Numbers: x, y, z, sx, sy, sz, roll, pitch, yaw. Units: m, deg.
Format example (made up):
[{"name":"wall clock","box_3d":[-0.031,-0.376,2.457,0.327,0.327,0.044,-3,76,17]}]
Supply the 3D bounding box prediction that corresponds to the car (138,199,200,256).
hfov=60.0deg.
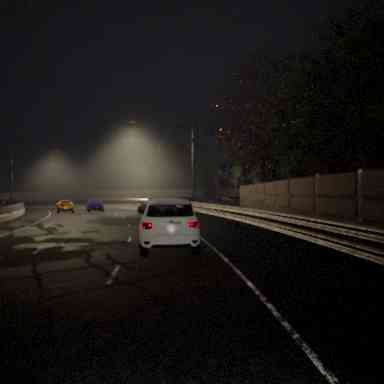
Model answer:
[{"name":"car","box_3d":[-1.006,1.285,13.666,2.150,2.045,5.566,0,0,-7]}]

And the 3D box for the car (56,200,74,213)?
[{"name":"car","box_3d":[-16.078,1.799,42.101,1.882,1.535,5.008,0,0,-23]}]

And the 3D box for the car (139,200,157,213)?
[{"name":"car","box_3d":[-5.531,1.778,41.903,1.994,1.385,4.181,-1,0,-4]}]

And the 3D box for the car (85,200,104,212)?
[{"name":"car","box_3d":[-12.589,1.766,42.843,1.882,1.535,5.008,0,0,-23]}]
